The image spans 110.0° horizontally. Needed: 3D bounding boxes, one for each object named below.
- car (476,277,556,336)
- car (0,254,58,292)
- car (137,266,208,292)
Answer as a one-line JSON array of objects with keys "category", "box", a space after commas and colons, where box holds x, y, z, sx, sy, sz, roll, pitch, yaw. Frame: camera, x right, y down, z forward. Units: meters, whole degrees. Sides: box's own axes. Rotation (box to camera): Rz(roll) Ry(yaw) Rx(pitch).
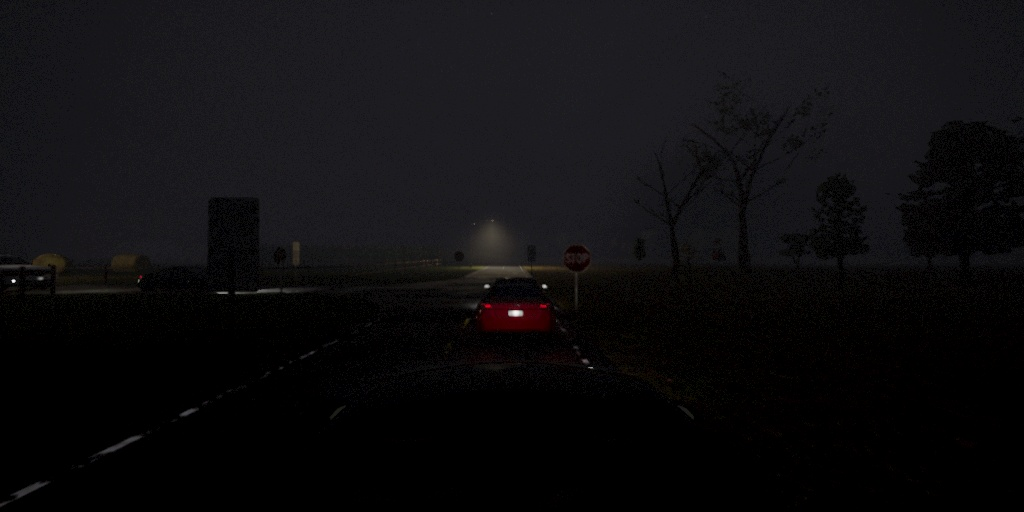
[{"category": "car", "box": [0.104, 1.297, 10.323, 1.994, 1.385, 4.181, 0, 0, 0]}, {"category": "car", "box": [-28.717, 0.888, 19.677, 5.566, 2.045, 2.150, 0, -1, -2]}, {"category": "car", "box": [-18.040, 1.242, 19.981, 4.181, 1.385, 1.994, 0, -1, -2]}]
